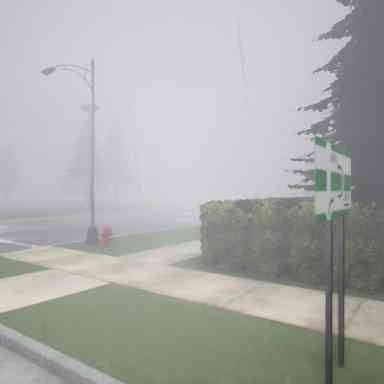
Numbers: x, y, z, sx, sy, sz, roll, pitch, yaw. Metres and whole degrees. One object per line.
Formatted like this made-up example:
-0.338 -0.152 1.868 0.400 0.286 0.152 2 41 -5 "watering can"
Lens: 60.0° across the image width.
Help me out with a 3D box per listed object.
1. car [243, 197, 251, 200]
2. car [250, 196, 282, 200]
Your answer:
10.515 1.547 57.659 2.033 1.411 5.357 0 0 38 "car"
10.153 1.526 45.286 1.812 1.442 4.674 0 0 36 "car"
